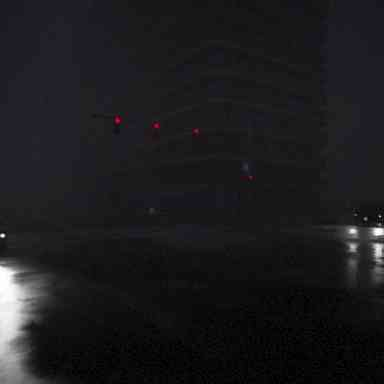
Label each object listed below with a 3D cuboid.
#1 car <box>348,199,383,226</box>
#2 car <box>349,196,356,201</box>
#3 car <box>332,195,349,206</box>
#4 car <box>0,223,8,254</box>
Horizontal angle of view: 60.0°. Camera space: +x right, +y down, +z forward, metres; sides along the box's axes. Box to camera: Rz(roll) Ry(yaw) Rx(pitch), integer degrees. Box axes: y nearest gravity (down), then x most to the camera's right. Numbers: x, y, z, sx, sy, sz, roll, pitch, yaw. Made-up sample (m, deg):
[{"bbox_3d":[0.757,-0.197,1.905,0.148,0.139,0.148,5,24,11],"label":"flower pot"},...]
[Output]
[{"bbox_3d":[12.730,1.462,23.052,1.837,1.490,4.892,0,0,43],"label":"car"},{"bbox_3d":[21.111,1.515,40.378,1.994,1.385,4.181,0,0,8],"label":"car"},{"bbox_3d":[24.643,1.295,53.610,2.097,1.767,4.553,0,0,-9],"label":"car"},{"bbox_3d":[-8.335,1.590,12.800,1.895,1.301,4.718,0,0,-35],"label":"car"}]
